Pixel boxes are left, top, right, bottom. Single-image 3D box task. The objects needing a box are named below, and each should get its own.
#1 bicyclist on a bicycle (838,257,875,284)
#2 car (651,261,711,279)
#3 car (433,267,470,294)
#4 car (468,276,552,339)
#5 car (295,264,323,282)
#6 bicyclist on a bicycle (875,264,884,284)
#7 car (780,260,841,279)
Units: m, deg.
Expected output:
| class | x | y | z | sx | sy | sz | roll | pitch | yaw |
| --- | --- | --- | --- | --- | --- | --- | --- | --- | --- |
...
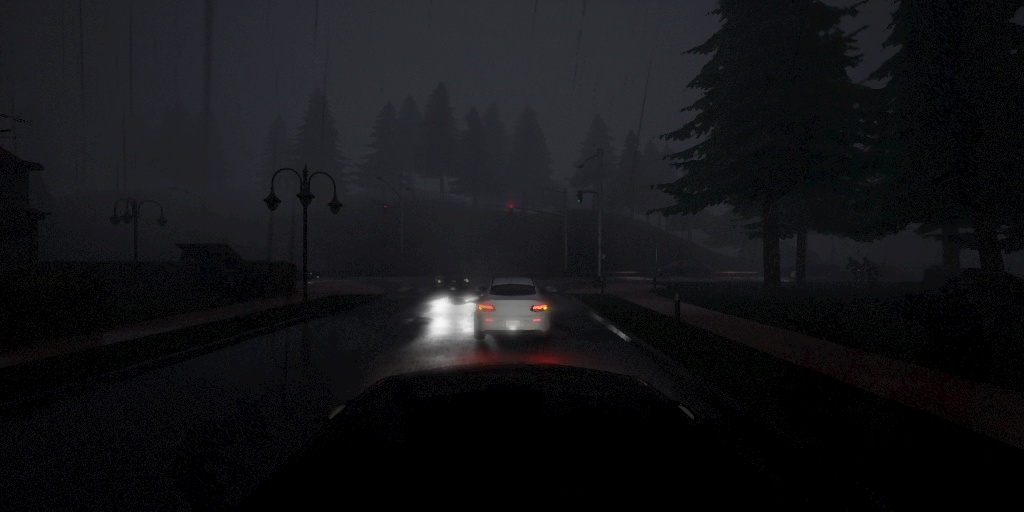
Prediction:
| class | x | y | z | sx | sy | sz | roll | pitch | yaw |
| --- | --- | --- | --- | --- | --- | --- | --- | --- | --- |
| bicyclist on a bicycle | 21.134 | 0.891 | 22.213 | 0.582 | 1.620 | 1.656 | 0 | 0 | -16 |
| car | 14.065 | 1.113 | 29.864 | 4.674 | 1.442 | 1.812 | 0 | 0 | -1 |
| car | -3.548 | 1.317 | 20.635 | 1.895 | 1.301 | 4.718 | 0 | 2 | -14 |
| car | 0.023 | 1.276 | 9.935 | 1.812 | 1.442 | 4.674 | 0 | 0 | 0 |
| car | -16.730 | 1.135 | 25.960 | 5.357 | 1.411 | 2.033 | 0 | 0 | 0 |
| bicyclist on a bicycle | 21.781 | 0.893 | 21.954 | 0.582 | 1.620 | 1.656 | 0 | 0 | -14 |
| car | 24.386 | 1.065 | 29.900 | 5.008 | 1.535 | 1.882 | 0 | 0 | 0 |
